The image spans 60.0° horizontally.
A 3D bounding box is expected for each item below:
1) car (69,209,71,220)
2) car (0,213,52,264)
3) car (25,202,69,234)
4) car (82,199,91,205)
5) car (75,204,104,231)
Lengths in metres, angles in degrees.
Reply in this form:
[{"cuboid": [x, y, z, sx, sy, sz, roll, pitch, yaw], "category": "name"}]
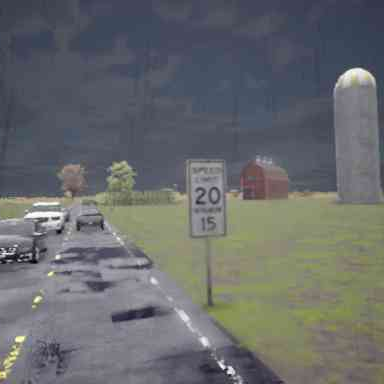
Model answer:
[{"cuboid": [-13.032, 2.042, 32.487, 2.097, 1.767, 4.553, -1, -1, -18], "category": "car"}, {"cuboid": [-6.712, 1.817, 12.771, 1.837, 1.490, 4.892, -1, -1, -18], "category": "car"}, {"cuboid": [-9.927, 1.726, 22.754, 2.150, 2.045, 5.566, -1, -1, -18], "category": "car"}, {"cuboid": [-28.960, 2.909, 91.113, 2.150, 2.045, 5.566, -1, -1, -18], "category": "car"}, {"cuboid": [-7.654, 1.967, 24.983, 2.128, 1.511, 4.902, -1, -1, -18], "category": "car"}]
